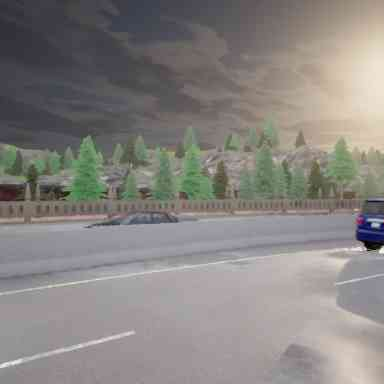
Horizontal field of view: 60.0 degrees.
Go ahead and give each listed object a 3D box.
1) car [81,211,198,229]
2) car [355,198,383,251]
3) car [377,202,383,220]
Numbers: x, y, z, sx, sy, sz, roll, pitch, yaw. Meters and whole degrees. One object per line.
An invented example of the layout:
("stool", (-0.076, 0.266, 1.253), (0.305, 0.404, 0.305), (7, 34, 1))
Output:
("car", (-2.196, 1.560, 14.877), (5.357, 1.411, 2.033), (0, 0, -31))
("car", (8.736, 1.235, 12.660), (5.566, 2.045, 2.150), (0, 0, -26))
("car", (18.218, 1.567, 27.894), (4.892, 1.490, 1.837), (0, -1, -17))
